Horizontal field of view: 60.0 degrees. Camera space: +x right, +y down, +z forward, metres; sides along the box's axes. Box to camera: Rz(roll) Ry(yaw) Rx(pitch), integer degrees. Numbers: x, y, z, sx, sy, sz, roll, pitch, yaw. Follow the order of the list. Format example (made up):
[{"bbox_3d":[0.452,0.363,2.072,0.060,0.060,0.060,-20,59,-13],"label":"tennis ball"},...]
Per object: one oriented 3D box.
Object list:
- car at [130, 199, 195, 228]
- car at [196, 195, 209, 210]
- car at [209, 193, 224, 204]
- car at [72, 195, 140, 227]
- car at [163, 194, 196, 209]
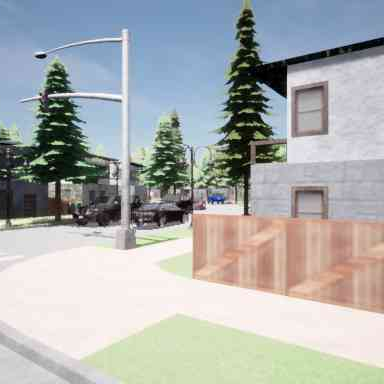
[{"bbox_3d":[-1.984,1.472,22.109,2.128,1.511,4.902,0,0,27],"label":"car"},{"bbox_3d":[0.535,1.333,42.058,2.097,1.767,4.553,0,0,9],"label":"car"},{"bbox_3d":[4.296,1.202,60.841,2.150,2.045,5.566,0,0,-9],"label":"car"},{"bbox_3d":[-5.618,1.202,23.083,2.150,2.045,5.566,0,0,27],"label":"car"},{"bbox_3d":[-1.723,1.202,32.459,2.150,2.045,5.566,0,0,18],"label":"car"}]
